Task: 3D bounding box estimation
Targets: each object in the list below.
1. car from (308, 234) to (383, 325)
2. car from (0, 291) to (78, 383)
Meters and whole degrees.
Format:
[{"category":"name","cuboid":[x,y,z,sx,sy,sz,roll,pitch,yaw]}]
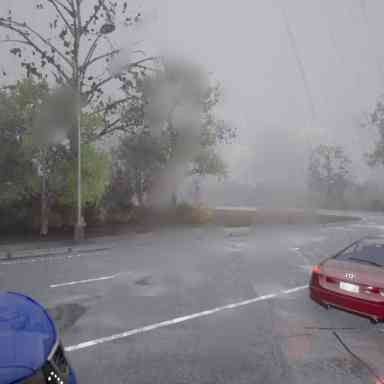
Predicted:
[{"category":"car","cuboid":[4.275,1.564,6.717,4.181,1.385,1.994,0,0,-35]},{"category":"car","cuboid":[-3.350,1.221,1.330,5.566,2.045,2.150,0,0,-36]}]
